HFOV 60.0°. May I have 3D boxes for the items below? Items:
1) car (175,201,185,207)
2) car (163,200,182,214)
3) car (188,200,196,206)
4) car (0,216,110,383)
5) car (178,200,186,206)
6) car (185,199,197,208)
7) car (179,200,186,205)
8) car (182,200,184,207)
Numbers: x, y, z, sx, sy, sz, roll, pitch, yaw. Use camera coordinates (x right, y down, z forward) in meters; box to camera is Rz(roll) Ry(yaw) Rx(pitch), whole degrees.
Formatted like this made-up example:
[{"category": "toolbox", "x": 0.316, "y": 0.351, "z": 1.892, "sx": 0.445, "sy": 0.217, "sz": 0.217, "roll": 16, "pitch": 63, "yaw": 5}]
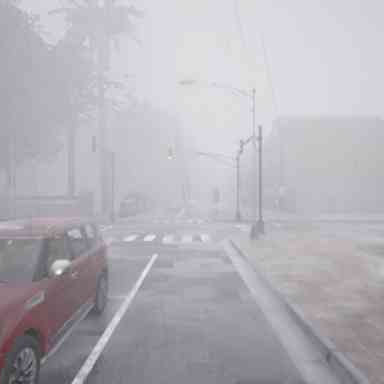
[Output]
[{"category": "car", "x": -2.639, "y": 2.572, "z": 71.524, "sx": 2.008, "sy": 1.369, "sz": 4.403, "roll": 0, "pitch": -1, "yaw": 0}, {"category": "car", "x": -2.639, "y": 2.005, "z": 43.086, "sx": 1.967, "sy": 1.590, "sz": 4.097, "roll": 0, "pitch": -1, "yaw": 0}, {"category": "car", "x": 0.004, "y": 2.484, "z": 77.612, "sx": 1.812, "sy": 1.442, "sz": 4.674, "roll": 0, "pitch": -1, "yaw": 0}, {"category": "car", "x": -2.638, "y": 1.372, "z": 4.942, "sx": 2.192, "sy": 1.841, "sz": 5.009, "roll": 0, "pitch": -1, "yaw": 0}, {"category": "car", "x": -2.639, "y": 2.868, "z": 88.588, "sx": 1.887, "sy": 1.381, "sz": 4.507, "roll": 0, "pitch": -1, "yaw": 0}, {"category": "car", "x": 0.004, "y": 2.478, "z": 67.608, "sx": 1.812, "sy": 1.442, "sz": 4.674, "roll": 0, "pitch": -1, "yaw": 0}, {"category": "car", "x": -2.639, "y": 2.973, "z": 94.275, "sx": 1.887, "sy": 1.381, "sz": 4.507, "roll": 0, "pitch": -1, "yaw": 0}, {"category": "car", "x": -2.638, "y": 2.092, "z": 48.774, "sx": 1.967, "sy": 1.590, "sz": 4.097, "roll": 0, "pitch": -1, "yaw": 0}]
